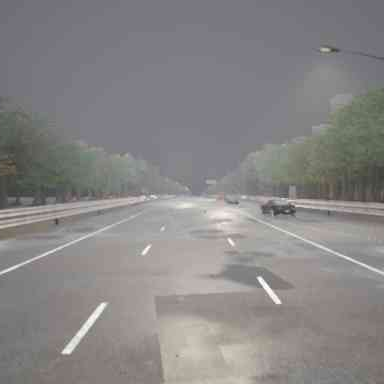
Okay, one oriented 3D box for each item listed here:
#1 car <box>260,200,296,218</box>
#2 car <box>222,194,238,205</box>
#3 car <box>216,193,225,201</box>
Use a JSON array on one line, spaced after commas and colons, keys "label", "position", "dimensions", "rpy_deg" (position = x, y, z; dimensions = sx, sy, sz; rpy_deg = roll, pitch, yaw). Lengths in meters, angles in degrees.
[{"label": "car", "position": [7.717, 1.444, 30.295], "dimensions": [1.882, 1.535, 5.008], "rpy_deg": [0, 0, -7]}, {"label": "car", "position": [6.992, 1.481, 58.778], "dimensions": [1.994, 1.385, 4.181], "rpy_deg": [0, 0, 0]}, {"label": "car", "position": [7.055, 1.184, 80.484], "dimensions": [2.150, 2.045, 5.566], "rpy_deg": [0, 0, 0]}]
